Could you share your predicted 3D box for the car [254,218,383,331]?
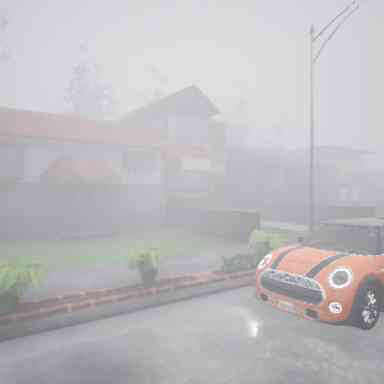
[{"bbox_3d":[3.451,1.383,7.071,4.553,1.767,2.097,0,0,-35],"label":"car"}]
